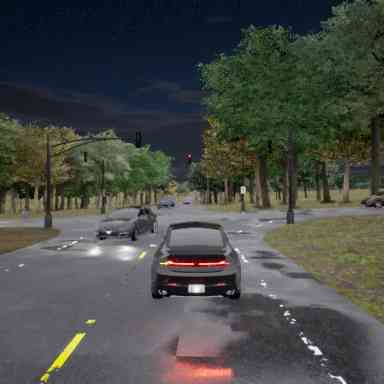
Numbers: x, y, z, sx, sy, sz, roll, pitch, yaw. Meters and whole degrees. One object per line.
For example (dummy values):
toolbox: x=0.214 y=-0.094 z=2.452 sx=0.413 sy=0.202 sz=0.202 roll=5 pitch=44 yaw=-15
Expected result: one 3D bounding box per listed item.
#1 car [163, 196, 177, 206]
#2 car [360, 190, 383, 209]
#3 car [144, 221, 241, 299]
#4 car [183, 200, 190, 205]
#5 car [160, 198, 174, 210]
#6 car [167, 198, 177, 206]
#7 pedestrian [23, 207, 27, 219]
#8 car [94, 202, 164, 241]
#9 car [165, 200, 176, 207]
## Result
car: x=-4.382 y=1.801 z=60.075 sx=2.150 sy=2.045 sz=5.566 roll=0 pitch=-1 yaw=-2
car: x=18.130 y=0.590 z=30.812 sx=4.553 sy=1.767 sz=2.097 roll=-2 pitch=-1 yaw=2
car: x=0.087 y=1.508 z=8.461 sx=1.837 sy=1.490 sz=4.892 roll=0 pitch=0 yaw=0
car: x=-1.516 y=2.968 z=91.158 sx=1.895 sy=1.301 sz=4.718 roll=0 pitch=-2 yaw=-1
car: x=-4.181 y=2.007 z=50.209 sx=1.895 sy=1.301 sz=4.718 roll=0 pitch=-1 yaw=-1
car: x=-4.777 y=2.392 z=80.633 sx=2.097 sy=1.767 sz=4.553 roll=0 pitch=-2 yaw=-1
pedestrian: x=-18.098 y=2.203 z=36.061 sx=0.375 sy=1.300 sz=0.375 roll=0 pitch=1 yaw=2
car: x=-3.165 y=1.513 z=16.809 sx=1.837 sy=1.490 sz=4.892 roll=-2 pitch=0 yaw=11
car: x=-4.543 y=2.316 z=70.342 sx=2.033 sy=1.411 sz=5.357 roll=0 pitch=-1 yaw=-1
